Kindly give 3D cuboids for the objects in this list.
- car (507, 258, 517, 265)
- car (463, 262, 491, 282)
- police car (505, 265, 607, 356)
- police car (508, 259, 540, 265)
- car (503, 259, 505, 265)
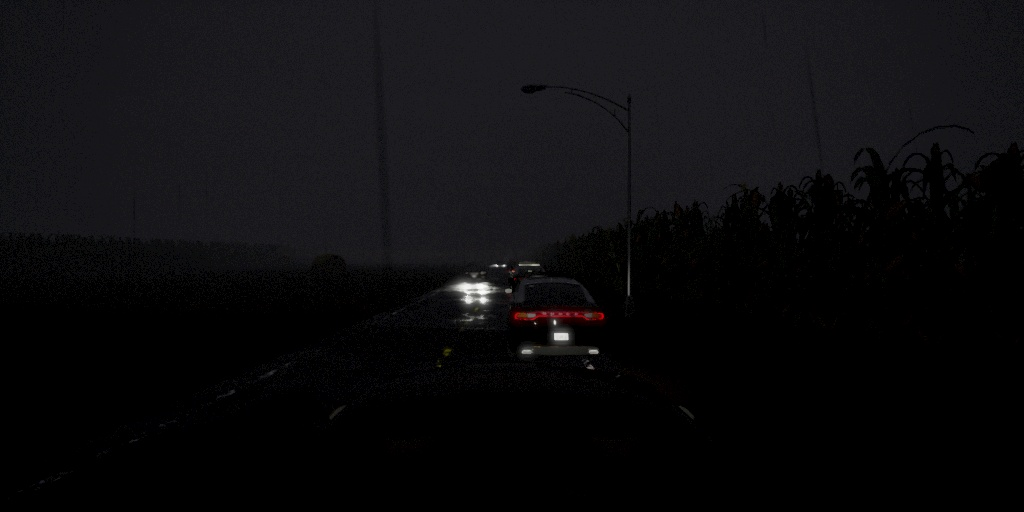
[{"bbox_3d":[0.914,1.084,24.580,2.097,1.767,4.553,0,0,0],"label":"car"},{"bbox_3d":[-2.745,1.219,28.582,2.128,1.511,4.902,0,0,0],"label":"car"},{"bbox_3d":[0.854,1.173,8.721,1.930,1.638,5.238,0,0,0],"label":"police car"},{"bbox_3d":[0.892,1.166,18.720,1.930,1.638,5.238,0,0,0],"label":"police car"},{"bbox_3d":[0.249,1.179,51.232,2.128,1.511,4.902,0,0,1],"label":"car"}]
